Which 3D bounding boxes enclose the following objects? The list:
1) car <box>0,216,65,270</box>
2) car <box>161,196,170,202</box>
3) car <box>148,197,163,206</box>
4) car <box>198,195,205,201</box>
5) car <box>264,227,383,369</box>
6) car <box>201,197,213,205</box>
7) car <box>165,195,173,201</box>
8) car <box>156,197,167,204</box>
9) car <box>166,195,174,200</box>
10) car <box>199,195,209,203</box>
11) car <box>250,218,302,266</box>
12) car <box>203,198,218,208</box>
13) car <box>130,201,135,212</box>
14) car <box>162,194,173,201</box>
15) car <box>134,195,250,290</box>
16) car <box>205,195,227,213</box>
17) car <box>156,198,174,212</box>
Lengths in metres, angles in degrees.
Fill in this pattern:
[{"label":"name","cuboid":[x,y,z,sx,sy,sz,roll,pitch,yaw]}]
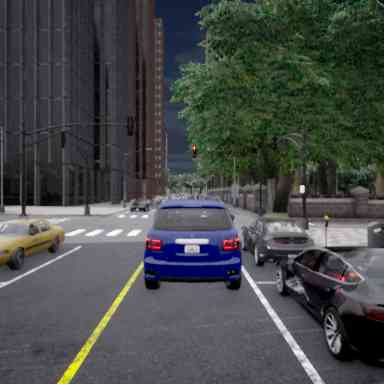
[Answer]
[{"label":"car","cuboid":[-5.790,1.515,11.036,1.752,1.417,4.829,0,0,0]},{"label":"car","cuboid":[-5.961,1.568,76.070,1.802,1.307,4.206,0,0,0]},{"label":"car","cuboid":[-5.904,1.532,54.242,2.008,1.369,4.403,0,0,0]},{"label":"car","cuboid":[2.535,1.516,87.181,1.752,1.417,4.829,0,0,0]},{"label":"car","cuboid":[2.749,1.561,5.725,1.947,1.339,4.313,0,0,0]},{"label":"car","cuboid":[2.607,1.533,59.728,2.008,1.369,4.403,0,0,0]},{"label":"car","cuboid":[-5.990,1.536,86.984,1.887,1.381,4.507,0,0,0]},{"label":"car","cuboid":[-5.933,1.566,65.156,1.802,1.307,4.206,0,0,0]},{"label":"car","cuboid":[-6.004,1.539,92.441,1.887,1.381,4.507,0,0,0]},{"label":"car","cuboid":[2.578,1.425,70.642,1.967,1.590,4.097,0,0,0]},{"label":"car","cuboid":[2.734,1.541,11.238,2.008,1.369,4.403,0,0,0]},{"label":"car","cuboid":[2.635,1.545,48.815,1.947,1.339,4.313,0,0,0]},{"label":"car","cuboid":[-5.861,1.543,37.871,1.947,1.339,4.313,0,0,0]},{"label":"car","cuboid":[-5.975,1.303,81.527,2.192,1.841,5.009,0,0,0]},{"label":"car","cuboid":[0.050,1.213,9.217,2.150,2.045,5.566,0,0,1]},{"label":"car","cuboid":[2.664,1.292,37.903,2.192,1.841,5.009,0,0,0]},{"label":"car","cuboid":[-3.192,1.503,40.181,1.812,1.442,4.674,0,0,-1]}]
